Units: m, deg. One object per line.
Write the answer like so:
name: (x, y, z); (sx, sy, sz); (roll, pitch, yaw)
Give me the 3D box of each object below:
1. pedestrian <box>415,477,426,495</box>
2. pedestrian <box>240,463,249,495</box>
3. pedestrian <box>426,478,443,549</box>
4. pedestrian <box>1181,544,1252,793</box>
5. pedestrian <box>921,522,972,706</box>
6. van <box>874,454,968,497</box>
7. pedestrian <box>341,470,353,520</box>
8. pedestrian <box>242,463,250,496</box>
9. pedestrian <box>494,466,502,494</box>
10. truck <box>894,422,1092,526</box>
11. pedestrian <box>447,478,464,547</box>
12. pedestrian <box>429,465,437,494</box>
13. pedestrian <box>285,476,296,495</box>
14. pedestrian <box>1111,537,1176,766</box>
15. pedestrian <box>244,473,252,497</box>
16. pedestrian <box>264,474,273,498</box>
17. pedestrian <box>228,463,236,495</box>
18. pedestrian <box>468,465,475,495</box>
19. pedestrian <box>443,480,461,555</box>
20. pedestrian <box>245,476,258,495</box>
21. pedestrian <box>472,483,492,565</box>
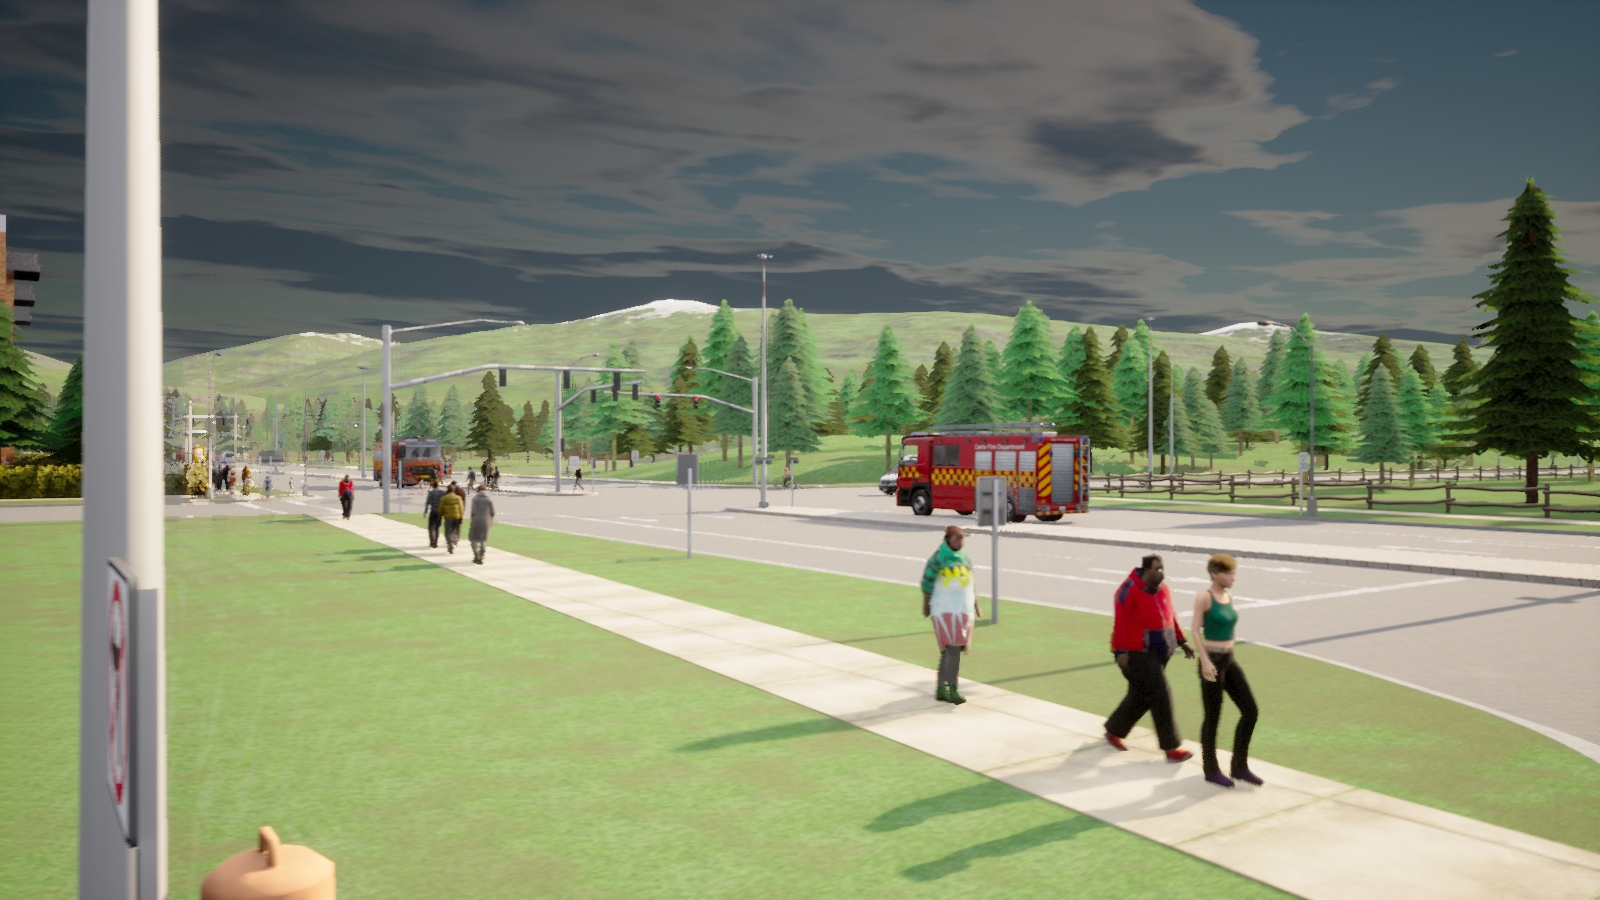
pedestrian: (-23.656, 2.229, 71.254); (0.500, 1.100, 0.500); (0, 0, -41)
pedestrian: (-32.685, 1.696, 67.250); (0.375, 1.860, 0.375); (0, 0, 42)
pedestrian: (-9.772, 1.696, 30.551); (0.375, 1.860, 0.375); (0, 0, -29)
pedestrian: (3.280, 1.696, 9.005); (0.375, 1.860, 0.375); (0, 0, -34)
pedestrian: (1.531, 1.697, 11.973); (0.375, 1.860, 0.375); (0, 0, -30)
van: (7.557, 1.534, 71.045); (5.915, 2.561, 1.988); (0, 0, -35)
pedestrian: (-17.033, 1.696, 42.968); (0.375, 1.860, 0.375); (0, 0, -31)
pedestrian: (-31.838, 1.696, 65.643); (0.375, 1.860, 0.375); (0, 0, -27)
pedestrian: (-19.848, 1.963, 75.032); (0.375, 1.860, 0.375); (0, 0, -38)
truck: (7.616, 0.891, 46.553); (2.891, 3.827, 8.468); (0, 0, -34)
pedestrian: (-9.411, 1.696, 31.175); (0.375, 1.860, 0.375); (0, 0, -29)
pedestrian: (-23.099, 1.849, 71.885); (0.375, 1.860, 0.375); (0, 0, -38)
pedestrian: (-29.763, 2.064, 66.735); (0.500, 1.100, 0.500); (0, 0, -36)
pedestrian: (2.934, 1.696, 9.755); (0.375, 1.860, 0.375); (0, 0, -33)
pedestrian: (-31.188, 1.976, 64.580); (0.375, 1.300, 0.375); (0, 0, -31)
pedestrian: (-29.154, 1.978, 62.676); (0.375, 1.300, 0.375); (0, 0, -40)
pedestrian: (-33.228, 1.696, 66.860); (0.375, 1.860, 0.375); (0, 0, -36)
pedestrian: (-20.563, 1.853, 71.491); (0.375, 1.860, 0.375); (0, 0, -32)
pedestrian: (-8.768, 1.696, 28.777); (0.375, 1.860, 0.375); (0, 0, -30)
pedestrian: (-32.071, 2.077, 66.808); (0.500, 1.100, 0.500); (0, 0, 20)
pedestrian: (-7.312, 1.696, 26.257); (0.375, 1.860, 0.375); (0, 0, -28)
